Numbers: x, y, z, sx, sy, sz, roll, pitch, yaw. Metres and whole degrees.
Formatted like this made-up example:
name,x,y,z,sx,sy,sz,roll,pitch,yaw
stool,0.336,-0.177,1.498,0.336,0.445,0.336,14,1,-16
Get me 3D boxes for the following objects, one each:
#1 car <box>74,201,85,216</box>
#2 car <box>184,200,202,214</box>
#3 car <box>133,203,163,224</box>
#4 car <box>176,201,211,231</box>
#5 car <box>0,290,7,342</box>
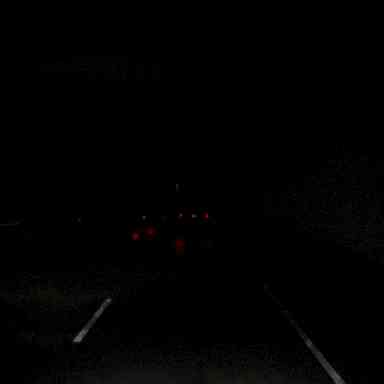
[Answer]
name,x,y,z,sx,sy,sz,roll,pitch,yaw
car,-10.586,1.631,31.935,1.882,1.535,5.008,0,0,0
car,0.114,1.738,39.601,2.033,1.411,5.357,0,0,0
car,-3.391,1.617,26.060,2.128,1.511,4.902,0,0,0
car,0.107,1.456,21.564,2.097,1.767,4.553,0,0,0
car,-3.399,1.231,1.819,2.150,2.045,5.566,0,0,0
